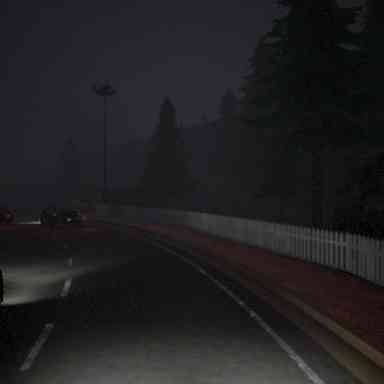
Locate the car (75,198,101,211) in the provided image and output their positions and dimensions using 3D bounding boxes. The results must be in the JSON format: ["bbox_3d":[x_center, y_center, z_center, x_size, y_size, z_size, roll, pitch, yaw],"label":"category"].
[{"bbox_3d":[-11.449,1.416,36.081,1.882,1.535,5.008,-2,-1,43],"label":"car"}]

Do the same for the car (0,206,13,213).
[{"bbox_3d":[-13.638,1.577,22.942,1.895,1.301,4.718,-1,0,-36],"label":"car"}]

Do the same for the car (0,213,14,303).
[{"bbox_3d":[-4.266,1.359,4.204,2.097,1.767,4.553,-1,0,-7],"label":"car"}]

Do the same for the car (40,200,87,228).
[{"bbox_3d":[-8.616,1.472,21.741,1.812,1.442,4.674,-1,0,-34],"label":"car"}]
